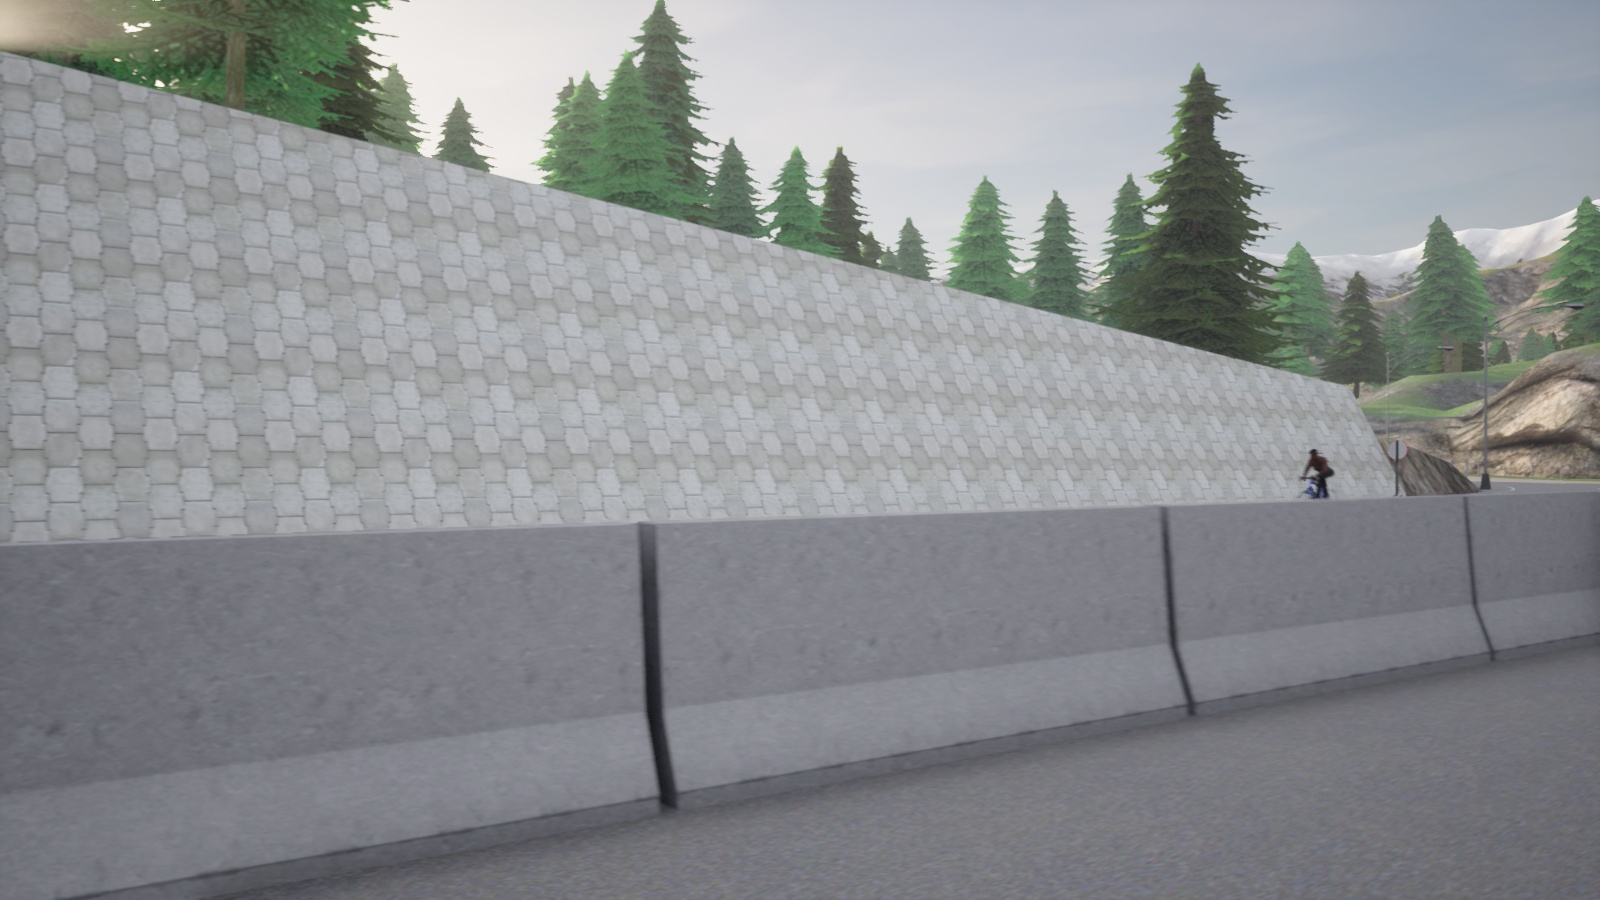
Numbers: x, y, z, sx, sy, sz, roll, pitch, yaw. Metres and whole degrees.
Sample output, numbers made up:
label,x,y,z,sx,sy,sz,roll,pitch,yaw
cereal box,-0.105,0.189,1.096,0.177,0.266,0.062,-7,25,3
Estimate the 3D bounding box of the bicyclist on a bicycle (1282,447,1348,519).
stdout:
label,x,y,z,sx,sy,sz,roll,pitch,yaw
bicyclist on a bicycle,11.904,0.744,29.002,1.656,1.620,0.582,-1,0,-35
